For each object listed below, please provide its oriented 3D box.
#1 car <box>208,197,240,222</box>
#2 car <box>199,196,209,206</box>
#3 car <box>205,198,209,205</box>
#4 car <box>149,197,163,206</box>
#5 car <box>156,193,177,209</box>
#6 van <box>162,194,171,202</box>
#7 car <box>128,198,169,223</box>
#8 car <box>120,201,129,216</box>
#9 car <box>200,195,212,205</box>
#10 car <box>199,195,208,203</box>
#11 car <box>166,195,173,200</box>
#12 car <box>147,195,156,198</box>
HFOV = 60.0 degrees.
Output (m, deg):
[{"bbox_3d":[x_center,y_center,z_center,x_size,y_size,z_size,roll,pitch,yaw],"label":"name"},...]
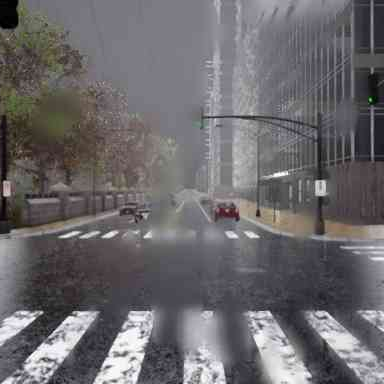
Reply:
[{"bbox_3d":[2.600,1.436,26.504,1.967,1.590,4.097,0,0,0],"label":"car"},{"bbox_3d":[2.499,1.552,54.908,1.947,1.339,4.313,0,0,0],"label":"car"},{"bbox_3d":[2.580,1.560,32.184,1.947,1.339,4.313,0,0,0],"label":"car"},{"bbox_3d":[-5.882,1.568,54.882,1.802,1.307,4.206,0,0,0],"label":"car"},{"bbox_3d":[-3.252,1.213,45.605,2.150,2.045,5.566,0,0,0],"label":"car"},{"bbox_3d":[-5.961,1.295,77.616,1.690,1.788,3.998,0,0,0],"label":"van"},{"bbox_3d":[-3.189,1.487,25.573,2.128,1.511,4.902,0,0,0],"label":"car"},{"bbox_3d":[-5.801,1.539,32.152,1.887,1.381,4.507,0,0,0],"label":"car"},{"bbox_3d":[2.479,1.421,60.590,1.967,1.590,4.097,0,0,0],"label":"car"},{"bbox_3d":[2.438,1.490,72.125,1.752,1.417,4.829,0,0,0],"label":"car"},{"bbox_3d":[-6.003,1.511,88.983,1.802,1.307,4.206,0,0,0],"label":"car"},{"bbox_3d":[-5.861,1.305,49.201,2.192,1.841,5.009,0,0,0],"label":"car"}]
